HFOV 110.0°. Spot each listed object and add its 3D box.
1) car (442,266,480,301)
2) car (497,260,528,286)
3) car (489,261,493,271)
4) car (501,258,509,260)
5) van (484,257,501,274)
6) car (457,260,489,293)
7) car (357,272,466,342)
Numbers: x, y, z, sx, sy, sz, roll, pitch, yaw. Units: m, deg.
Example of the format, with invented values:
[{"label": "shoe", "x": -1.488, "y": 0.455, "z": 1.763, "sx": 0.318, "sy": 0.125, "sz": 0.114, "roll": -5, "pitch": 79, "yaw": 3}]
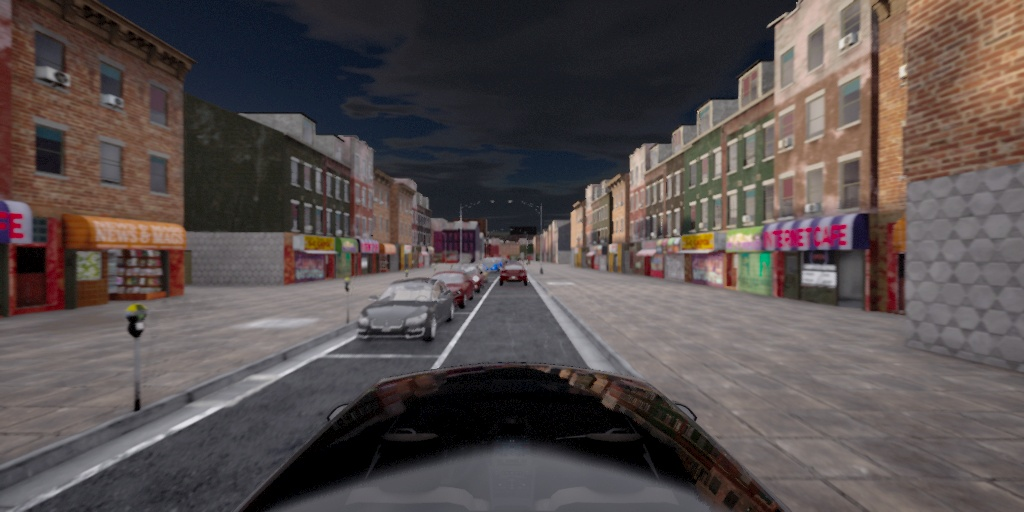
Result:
[{"label": "car", "x": -2.609, "y": 1.302, "z": 15.117, "sx": 1.888, "sy": 1.381, "sz": 4.507, "roll": 0, "pitch": 0, "yaw": 0}, {"label": "car", "x": 0.117, "y": 1.249, "z": 25.987, "sx": 1.882, "sy": 1.535, "sz": 5.008, "roll": 0, "pitch": 0, "yaw": 1}, {"label": "car", "x": -2.582, "y": 1.293, "z": 25.816, "sx": 1.751, "sy": 1.417, "sz": 4.829, "roll": 0, "pitch": 0, "yaw": 0}, {"label": "car", "x": 0.151, "y": 1.283, "z": 40.577, "sx": 2.128, "sy": 1.511, "sz": 4.902, "roll": 0, "pitch": 0, "yaw": 1}, {"label": "van", "x": -2.540, "y": 1.130, "z": 42.287, "sx": 1.690, "sy": 1.789, "sz": 3.998, "roll": 0, "pitch": 0, "yaw": 0}, {"label": "car", "x": -2.595, "y": 1.202, "z": 20.552, "sx": 1.967, "sy": 1.591, "sz": 4.097, "roll": 0, "pitch": 0, "yaw": 0}, {"label": "car", "x": -2.623, "y": 1.303, "z": 9.684, "sx": 2.007, "sy": 1.370, "sz": 4.403, "roll": 0, "pitch": 0, "yaw": 0}]
